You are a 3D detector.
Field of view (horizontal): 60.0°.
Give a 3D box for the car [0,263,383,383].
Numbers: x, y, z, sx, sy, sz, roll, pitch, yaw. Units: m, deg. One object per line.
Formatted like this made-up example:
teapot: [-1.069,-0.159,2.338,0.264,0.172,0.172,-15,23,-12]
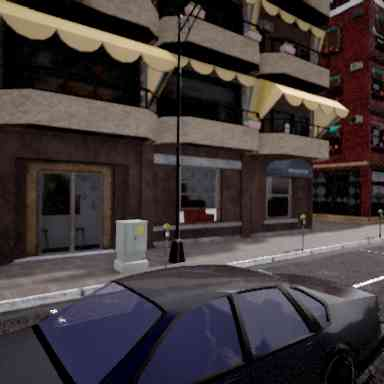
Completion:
car: [-0.109,1.543,3.299,5.357,1.411,2.033,0,0,-35]
